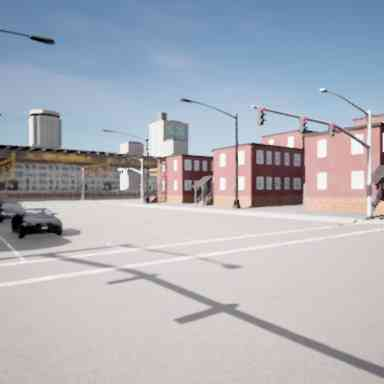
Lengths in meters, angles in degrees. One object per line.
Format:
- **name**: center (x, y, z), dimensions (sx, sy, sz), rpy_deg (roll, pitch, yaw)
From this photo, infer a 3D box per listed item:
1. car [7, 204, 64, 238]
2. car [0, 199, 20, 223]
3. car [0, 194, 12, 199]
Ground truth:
- **car**: center (-8.223, 1.546, 17.578), dimensions (1.994, 1.385, 4.181), rpy_deg (0, 0, -35)
- **car**: center (-14.020, 1.507, 25.782), dimensions (1.812, 1.442, 4.674), rpy_deg (0, 0, -35)
- **car**: center (-20.078, 1.203, 34.353), dimensions (2.150, 2.045, 5.566), rpy_deg (0, 0, -35)
